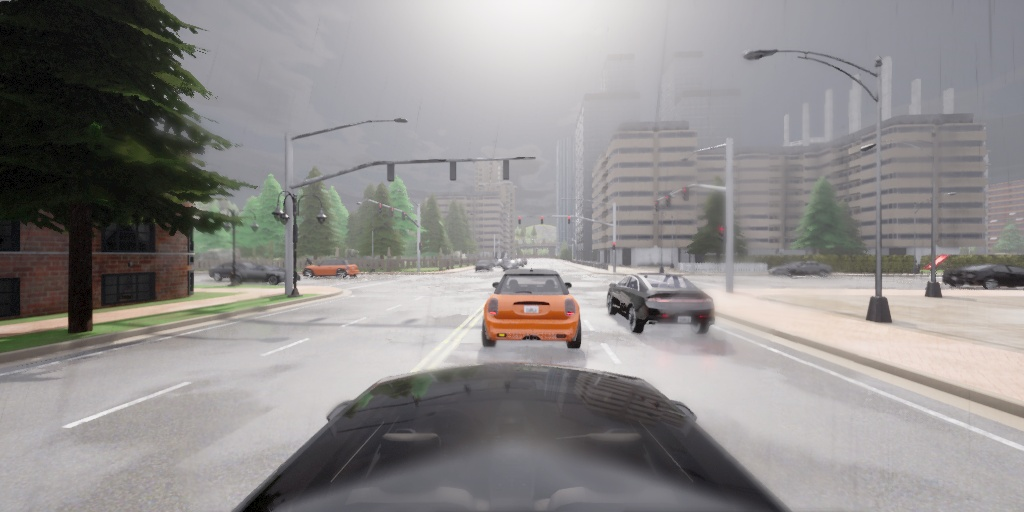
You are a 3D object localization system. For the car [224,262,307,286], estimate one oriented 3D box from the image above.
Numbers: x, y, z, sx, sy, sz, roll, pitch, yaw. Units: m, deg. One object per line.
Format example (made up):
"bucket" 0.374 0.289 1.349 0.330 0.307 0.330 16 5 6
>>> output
"car" -17.216 1.312 25.156 4.181 1.385 1.994 0 0 4

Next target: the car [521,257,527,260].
"car" 1.104 1.238 62.915 2.128 1.511 4.902 0 0 5

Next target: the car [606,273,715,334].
"car" 4.093 1.241 10.614 2.128 1.511 4.902 0 0 4

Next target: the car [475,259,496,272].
"car" -3.626 1.252 46.542 1.837 1.490 4.892 0 0 4

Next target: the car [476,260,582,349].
"car" 0.518 1.102 9.387 2.097 1.767 4.553 0 0 3

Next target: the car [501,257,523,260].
"car" -0.147 1.239 46.123 2.128 1.511 4.902 0 0 4

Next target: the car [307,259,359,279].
"car" -16.347 1.100 32.299 4.553 1.767 2.097 0 0 5

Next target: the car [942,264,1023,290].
"car" 29.552 1.226 21.796 5.008 1.535 1.882 0 0 4

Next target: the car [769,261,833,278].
"car" 26.302 1.239 32.745 4.902 1.511 2.128 0 0 4

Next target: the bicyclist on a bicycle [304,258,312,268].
"bicyclist on a bicycle" -22.756 1.048 40.073 0.582 1.620 1.656 0 0 4

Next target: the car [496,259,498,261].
"car" -2.461 1.239 62.224 2.128 1.511 4.902 0 0 5

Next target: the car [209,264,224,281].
"car" -21.704 1.253 28.993 4.892 1.490 1.837 0 0 4
